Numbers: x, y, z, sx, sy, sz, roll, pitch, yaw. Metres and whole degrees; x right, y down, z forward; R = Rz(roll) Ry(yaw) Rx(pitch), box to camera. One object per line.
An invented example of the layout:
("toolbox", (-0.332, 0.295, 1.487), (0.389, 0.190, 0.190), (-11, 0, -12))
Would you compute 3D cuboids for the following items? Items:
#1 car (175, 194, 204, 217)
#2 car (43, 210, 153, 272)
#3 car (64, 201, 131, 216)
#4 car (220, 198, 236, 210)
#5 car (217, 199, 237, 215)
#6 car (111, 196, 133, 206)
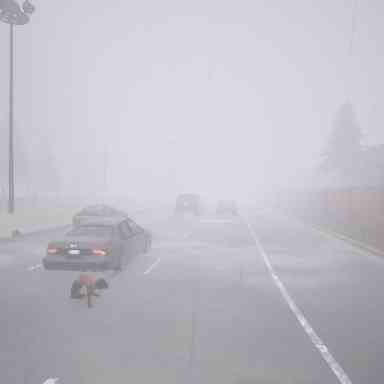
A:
("car", (-0.183, 1.229, 31.869), (2.150, 2.045, 5.566), (0, -1, 8))
("car", (-2.679, 1.551, 10.812), (2.033, 1.411, 5.357), (0, 0, 6))
("car", (-5.199, 1.498, 19.467), (2.128, 1.511, 4.902), (0, 0, 7))
("car", (4.730, 1.580, 43.337), (1.994, 1.385, 4.181), (0, 0, 7))
("car", (3.529, 1.613, 33.403), (1.895, 1.301, 4.718), (0, 0, 7))
("car", (-11.601, 1.511, 55.283), (2.128, 1.511, 4.902), (0, 0, 7))
